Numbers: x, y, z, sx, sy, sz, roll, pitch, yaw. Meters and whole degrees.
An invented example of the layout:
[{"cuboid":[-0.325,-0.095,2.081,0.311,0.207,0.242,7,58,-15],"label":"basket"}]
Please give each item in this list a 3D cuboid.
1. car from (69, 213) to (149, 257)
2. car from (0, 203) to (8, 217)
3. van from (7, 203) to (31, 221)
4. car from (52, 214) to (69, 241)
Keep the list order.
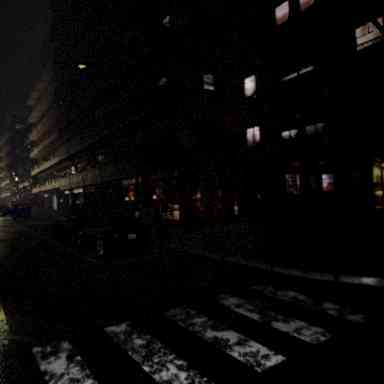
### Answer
[{"cuboid":[-3.219,1.621,13.215,1.947,1.339,4.313,-2,0,-34],"label":"car"},{"cuboid":[-24.900,2.637,45.614,1.887,1.381,4.507,-2,0,-34],"label":"car"},{"cuboid":[-18.715,2.137,36.359,1.690,1.788,3.998,-2,0,-34],"label":"van"},{"cuboid":[-6.315,1.785,17.844,1.802,1.307,4.206,-2,0,-34],"label":"car"}]
